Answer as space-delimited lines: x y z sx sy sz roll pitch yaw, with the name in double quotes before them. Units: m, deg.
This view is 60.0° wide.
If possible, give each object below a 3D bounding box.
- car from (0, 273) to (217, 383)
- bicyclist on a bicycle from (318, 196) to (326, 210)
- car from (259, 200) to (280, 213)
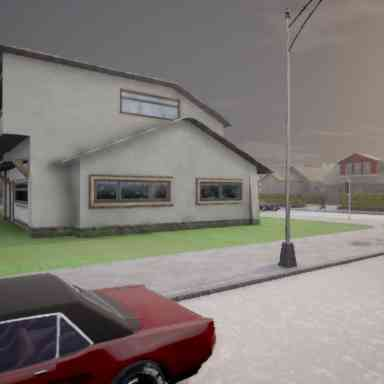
"car" -2.138 1.601 3.067 4.718 1.301 1.895 0 0 -35
"bicyclist on a bicycle" 15.762 1.349 40.277 1.656 1.620 0.582 0 0 -35
"car" 7.556 1.601 37.342 1.895 1.301 4.718 0 0 -35
